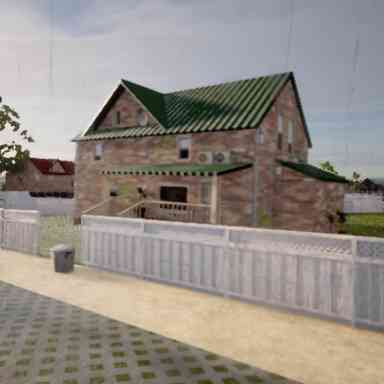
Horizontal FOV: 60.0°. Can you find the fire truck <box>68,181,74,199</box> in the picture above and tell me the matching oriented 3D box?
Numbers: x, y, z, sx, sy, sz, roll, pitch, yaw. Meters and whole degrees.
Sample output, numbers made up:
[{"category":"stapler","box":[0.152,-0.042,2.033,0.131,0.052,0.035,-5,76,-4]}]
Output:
[{"category":"fire truck","box":[-18.216,-0.257,59.404,2.891,3.827,8.468,3,1,19]}]
